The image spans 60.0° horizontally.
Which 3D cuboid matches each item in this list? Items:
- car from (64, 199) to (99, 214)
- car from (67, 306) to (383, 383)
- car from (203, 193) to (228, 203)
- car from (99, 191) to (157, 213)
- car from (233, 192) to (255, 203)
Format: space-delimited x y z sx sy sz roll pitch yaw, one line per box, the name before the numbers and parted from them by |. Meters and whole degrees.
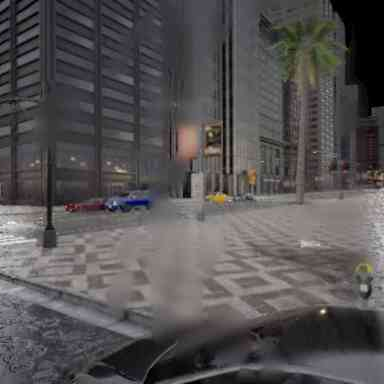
car | -9.840 1.343 32.234 1.895 1.301 4.718 0 1 36
car | 0.921 1.567 2.312 4.313 1.339 1.947 0 0 36
car | 3.630 0.866 50.916 1.882 1.535 5.008 0 0 36
car | -5.791 0.907 32.307 2.150 2.045 5.566 0 1 36
car | 8.020 0.815 51.418 2.128 1.511 4.902 0 1 36
